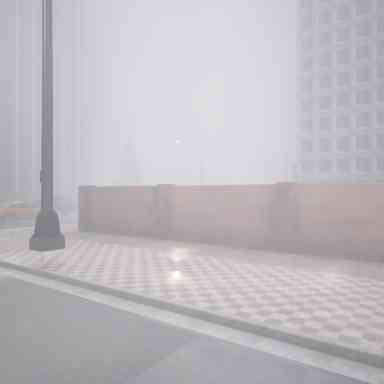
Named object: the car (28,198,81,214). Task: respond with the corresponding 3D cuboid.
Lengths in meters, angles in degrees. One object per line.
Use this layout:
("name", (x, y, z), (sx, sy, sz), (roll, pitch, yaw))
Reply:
("car", (-14.736, 1.478, 35.885), (1.882, 1.535, 5.008), (0, 0, 35))

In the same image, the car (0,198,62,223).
("car", (-13.112, 1.477, 25.756), (1.882, 1.535, 5.008), (0, 0, 36))

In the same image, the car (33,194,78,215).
("car", (-13.778, 1.221, 31.164), (2.150, 2.045, 5.566), (0, 0, 35))
